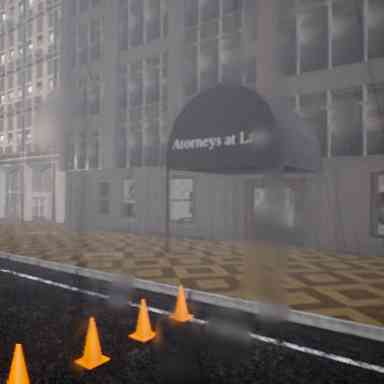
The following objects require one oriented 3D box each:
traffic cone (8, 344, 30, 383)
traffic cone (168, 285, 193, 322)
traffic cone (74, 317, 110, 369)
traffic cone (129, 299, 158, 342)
[{"bbox_3d":[-1.949,2.005,3.731,0.340,0.580,0.340,-1,-1,36],"label":"traffic cone"},{"bbox_3d":[-0.205,2.028,6.172,0.340,0.580,0.340,-1,-1,36],"label":"traffic cone"},{"bbox_3d":[-1.367,2.013,4.544,0.340,0.580,0.340,-1,-1,36],"label":"traffic cone"},{"bbox_3d":[-0.786,2.020,5.359,0.340,0.580,0.340,-1,-1,36],"label":"traffic cone"}]
